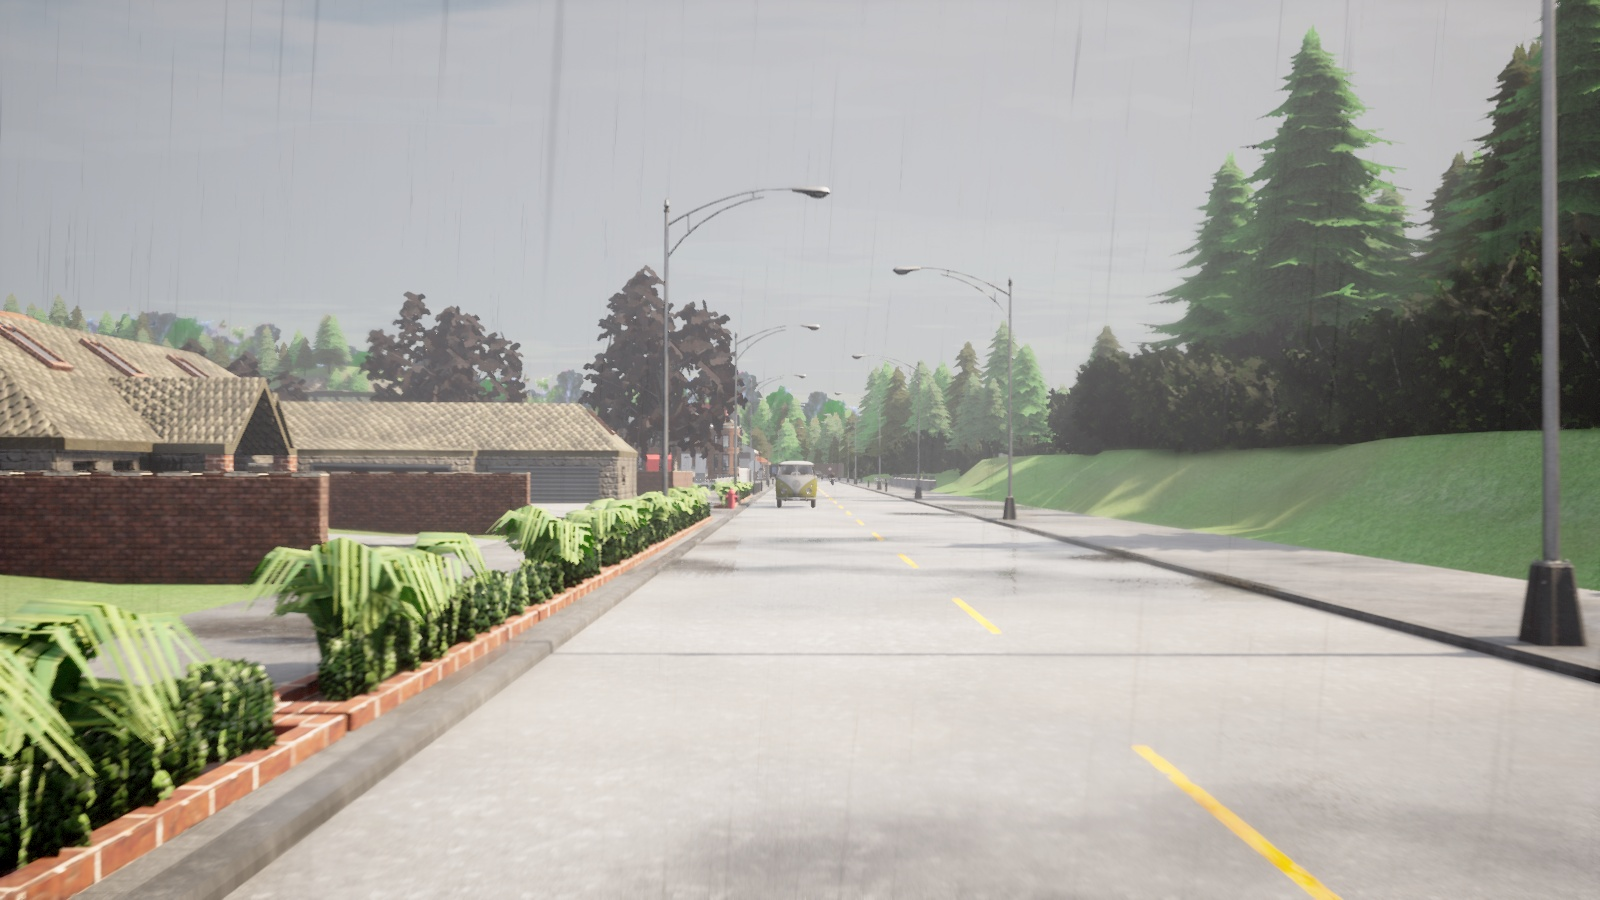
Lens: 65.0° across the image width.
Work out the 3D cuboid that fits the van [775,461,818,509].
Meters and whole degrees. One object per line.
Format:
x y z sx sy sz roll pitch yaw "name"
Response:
-0.148 1.471 53.933 1.775 1.987 4.442 0 -1 0 "van"
